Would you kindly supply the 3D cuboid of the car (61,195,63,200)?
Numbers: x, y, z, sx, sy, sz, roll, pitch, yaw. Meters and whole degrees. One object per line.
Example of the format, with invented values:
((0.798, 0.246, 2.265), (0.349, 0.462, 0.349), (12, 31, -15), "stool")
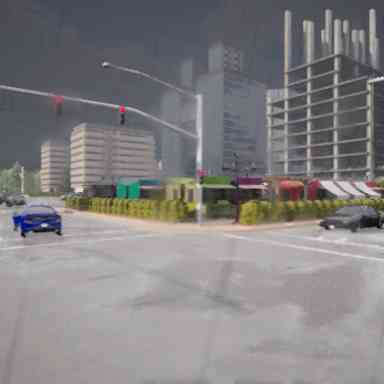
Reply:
((-26.889, 0.996, 74.462), (4.605, 1.855, 1.932), (0, 0, -37), "car")

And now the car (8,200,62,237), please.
((-8.411, 1.437, 17.914), (1.882, 1.535, 5.008), (0, 0, -34), "car")

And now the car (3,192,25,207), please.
((-25.059, 1.244, 47.402), (2.097, 1.767, 4.553), (0, 0, -35), "car")

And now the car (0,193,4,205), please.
((-30.822, 1.095, 55.372), (2.150, 2.045, 5.566), (0, 0, -35), "car")

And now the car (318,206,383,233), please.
((9.764, 1.520, 19.767), (5.357, 1.411, 2.033), (0, 0, -37), "car")

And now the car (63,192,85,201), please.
((-25.197, 1.004, 72.112), (3.866, 1.878, 1.905), (0, 0, -37), "car")
